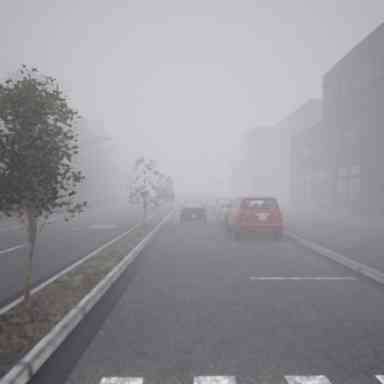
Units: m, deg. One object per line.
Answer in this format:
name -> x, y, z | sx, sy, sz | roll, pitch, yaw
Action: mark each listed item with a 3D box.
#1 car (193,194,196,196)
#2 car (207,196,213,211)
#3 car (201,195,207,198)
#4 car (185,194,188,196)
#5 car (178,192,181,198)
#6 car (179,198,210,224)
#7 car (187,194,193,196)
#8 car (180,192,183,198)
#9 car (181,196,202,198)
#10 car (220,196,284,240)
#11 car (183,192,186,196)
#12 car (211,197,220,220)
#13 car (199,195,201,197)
car -> 1.844, 1.268, 61.565 | 2.185, 1.767, 4.553 | 0, 0, -4
car -> 3.057, 1.325, 33.656 | 2.185, 1.767, 4.553 | 1, 0, 0
car -> 2.767, 1.462, 44.960 | 2.163, 1.488, 4.792 | 0, 0, -2
car -> 0.254, 1.340, 78.197 | 2.097, 1.535, 5.008 | 0, 0, -6
car -> -2.021, 1.259, 94.928 | 1.946, 1.575, 5.366 | 0, 0, -9
car -> 0.104, 1.456, 24.630 | 1.882, 1.535, 5.008 | 0, 0, 0
car -> 0.854, 1.360, 72.667 | 2.231, 1.521, 4.892 | 0, 0, -5
car -> -1.174, 1.290, 89.428 | 1.946, 1.575, 5.366 | 0, 0, -8
car -> -0.143, 1.552, 42.665 | 1.895, 1.301, 4.718 | 0, 0, -2
car -> 3.053, 1.218, 17.070 | 2.435, 2.045, 5.566 | 0, 0, 0
car -> -0.402, 1.319, 83.727 | 2.097, 1.535, 5.008 | 0, 0, -7
car -> 3.056, 1.458, 28.128 | 2.231, 1.521, 4.892 | 0, 0, 0
car -> 2.526, 1.461, 50.483 | 2.002, 1.452, 4.674 | 0, 0, -3
